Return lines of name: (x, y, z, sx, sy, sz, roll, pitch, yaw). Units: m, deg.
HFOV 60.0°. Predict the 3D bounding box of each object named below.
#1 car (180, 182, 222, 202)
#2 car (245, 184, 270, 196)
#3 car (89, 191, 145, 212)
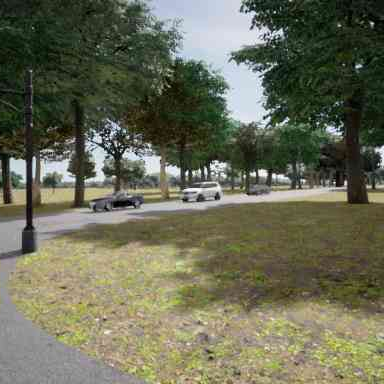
car: (1.054, -0.032, 36.008, 2.150, 2.045, 5.566, -1, 2, 38)
car: (9.270, -0.257, 46.626, 1.837, 1.490, 4.892, -1, 3, 38)
car: (-6.016, 0.698, 26.831, 2.128, 1.511, 4.902, -1, 2, 37)
